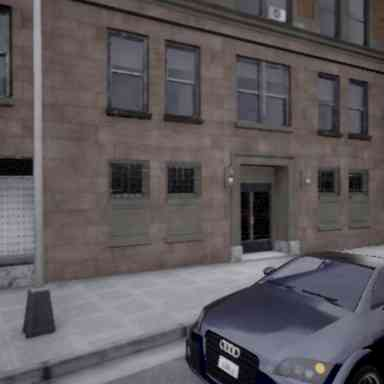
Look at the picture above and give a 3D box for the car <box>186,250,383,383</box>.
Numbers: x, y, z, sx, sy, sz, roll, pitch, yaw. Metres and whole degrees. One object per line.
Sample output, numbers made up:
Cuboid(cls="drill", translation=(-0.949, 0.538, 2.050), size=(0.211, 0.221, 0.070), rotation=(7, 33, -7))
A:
Cuboid(cls="car", translation=(1.985, 1.558, 4.487), size=(4.181, 1.385, 1.994), rotation=(0, 0, -35))
